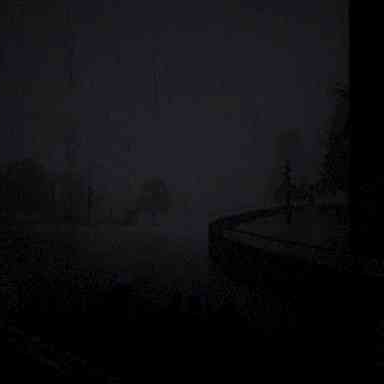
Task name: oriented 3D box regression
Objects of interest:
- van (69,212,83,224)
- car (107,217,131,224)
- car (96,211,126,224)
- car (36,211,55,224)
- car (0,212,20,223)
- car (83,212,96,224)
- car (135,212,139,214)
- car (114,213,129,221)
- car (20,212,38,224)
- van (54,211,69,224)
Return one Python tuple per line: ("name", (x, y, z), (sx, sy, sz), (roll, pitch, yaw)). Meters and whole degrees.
("van", (-21.504, 4.338, 56.219), (4.442, 1.987, 1.878), (1, -5, 5))
("car", (-15.297, 5.979, 69.849), (4.674, 1.452, 2.002), (1, -5, 5))
("car", (-16.578, 5.413, 67.143), (5.566, 2.045, 2.435), (1, -5, 5))
("car", (-24.348, 4.003, 50.753), (5.366, 1.575, 1.946), (1, -5, 5))
("car", (-26.688, 3.496, 45.260), (4.674, 1.452, 2.002), (1, -5, 5))
("car", (-20.352, 4.837, 58.930), (4.892, 1.521, 2.231), (1, -5, 5))
("car", (-16.716, 6.973, 88.862), (2.163, 1.488, 4.792), (1, 1, 10))
("car", (-19.171, 6.852, 90.686), (1.946, 1.575, 5.366), (1, 1, 10))
("car", (-25.435, 3.773, 48.004), (4.674, 1.452, 2.002), (1, -5, 5))
("van", (-22.772, 4.062, 53.483), (4.442, 1.987, 1.878), (1, -5, 5))
